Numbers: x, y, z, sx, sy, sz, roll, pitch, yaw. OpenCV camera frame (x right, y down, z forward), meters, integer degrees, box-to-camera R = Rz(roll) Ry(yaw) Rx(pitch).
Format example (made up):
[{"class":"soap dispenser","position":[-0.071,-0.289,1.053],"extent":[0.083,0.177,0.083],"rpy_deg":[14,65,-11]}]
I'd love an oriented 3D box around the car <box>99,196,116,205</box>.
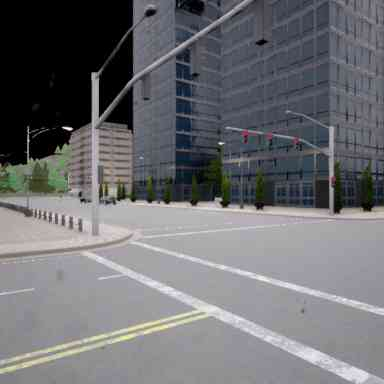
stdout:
[{"class":"car","position":[-14.656,1.449,57.203],"extent":[1.837,1.490,4.892],"rpy_deg":[0,0,-35]}]

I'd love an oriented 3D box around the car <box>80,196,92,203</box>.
[{"class":"car","position":[-20.624,1.492,65.715],"extent":[2.033,1.411,5.357],"rpy_deg":[0,0,-33]}]
